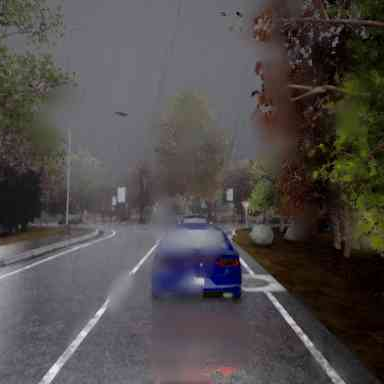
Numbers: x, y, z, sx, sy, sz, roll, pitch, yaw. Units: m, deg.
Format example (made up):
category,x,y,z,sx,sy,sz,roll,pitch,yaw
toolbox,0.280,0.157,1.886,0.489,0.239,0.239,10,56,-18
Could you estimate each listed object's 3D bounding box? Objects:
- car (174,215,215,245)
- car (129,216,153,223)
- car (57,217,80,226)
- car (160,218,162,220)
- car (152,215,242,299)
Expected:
category,x,y,z,sx,sy,sz,roll,pitch,yaw
car,0.197,2.054,19.176,2.033,1.411,5.357,0,-3,2
car,-10.417,5.668,68.376,5.008,1.535,1.882,2,-5,-27
car,-19.587,4.664,53.085,2.033,1.411,5.357,0,-5,1
car,-1.195,3.327,37.232,4.892,1.490,1.837,0,-3,-4
car,0.102,1.585,8.730,1.882,1.535,5.008,0,-1,0
